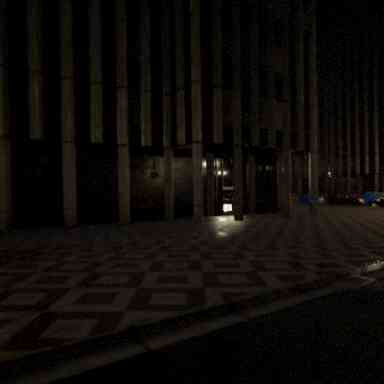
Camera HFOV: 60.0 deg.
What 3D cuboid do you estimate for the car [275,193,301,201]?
[{"bbox_3d":[18.865,1.039,65.521,1.752,1.417,4.829,-1,1,-36],"label":"car"}]

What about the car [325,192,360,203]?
[{"bbox_3d":[25.405,0.874,56.404,2.192,1.841,5.009,-1,1,-36],"label":"car"}]

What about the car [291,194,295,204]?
[{"bbox_3d":[15.247,1.153,55.928,1.967,1.590,4.097,-1,1,-36],"label":"car"}]

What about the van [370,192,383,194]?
[{"bbox_3d":[28.628,0.922,51.916,1.690,1.788,3.998,-1,1,-36],"label":"van"}]

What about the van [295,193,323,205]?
[{"bbox_3d":[18.469,1.076,51.440,1.690,1.788,3.998,-1,1,-36],"label":"van"}]

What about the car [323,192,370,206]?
[{"bbox_3d":[21.693,1.072,46.952,2.192,1.841,5.009,-1,1,-36],"label":"car"}]

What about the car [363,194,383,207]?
[{"bbox_3d":[24.919,1.331,42.468,2.008,1.369,4.403,-1,1,-36],"label":"car"}]
